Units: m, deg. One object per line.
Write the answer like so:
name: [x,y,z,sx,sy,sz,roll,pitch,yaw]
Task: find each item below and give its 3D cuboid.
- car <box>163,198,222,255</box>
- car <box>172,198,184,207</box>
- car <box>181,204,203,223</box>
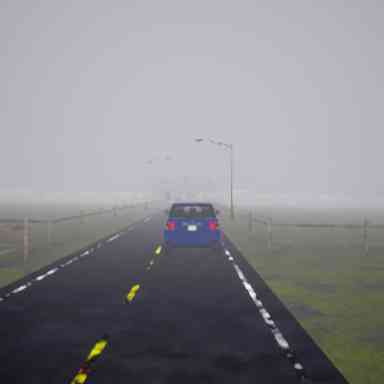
car: [0.011,1.351,14.034,2.150,2.045,5.566,0,0,0]
car: [-2.727,1.994,64.983,2.097,1.767,4.553,0,-1,1]
car: [0.026,1.809,29.373,1.812,1.442,4.674,0,0,0]
